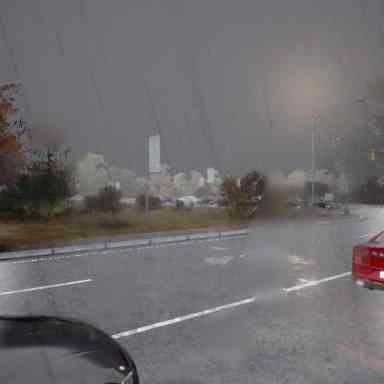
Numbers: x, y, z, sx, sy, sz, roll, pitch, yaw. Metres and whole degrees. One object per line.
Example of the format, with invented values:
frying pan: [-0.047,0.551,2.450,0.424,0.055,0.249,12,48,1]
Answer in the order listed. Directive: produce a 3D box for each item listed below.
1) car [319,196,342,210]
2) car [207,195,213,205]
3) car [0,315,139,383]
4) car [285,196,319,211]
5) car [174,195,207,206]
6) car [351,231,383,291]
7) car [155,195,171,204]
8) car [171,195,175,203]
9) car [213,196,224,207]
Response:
car: [14.713,1.247,38.268,2.128,1.511,4.902,-1,0,-39]
car: [2.666,1.256,53.307,2.128,1.511,4.902,-1,0,-39]
car: [-2.647,1.492,1.839,4.902,1.511,2.128,0,0,-36]
car: [11.099,1.278,37.168,2.128,1.511,4.902,-1,0,-39]
car: [-0.270,1.321,51.366,1.812,1.442,4.674,-1,0,-38]
car: [5.776,1.445,7.856,5.008,1.535,1.882,0,0,-35]
car: [-6.303,1.325,58.973,1.812,1.442,4.674,-1,0,-39]
car: [-3.828,1.261,61.479,2.128,1.511,4.902,-1,0,-38]
car: [5.399,1.143,44.285,2.097,1.767,4.553,-1,0,-39]
